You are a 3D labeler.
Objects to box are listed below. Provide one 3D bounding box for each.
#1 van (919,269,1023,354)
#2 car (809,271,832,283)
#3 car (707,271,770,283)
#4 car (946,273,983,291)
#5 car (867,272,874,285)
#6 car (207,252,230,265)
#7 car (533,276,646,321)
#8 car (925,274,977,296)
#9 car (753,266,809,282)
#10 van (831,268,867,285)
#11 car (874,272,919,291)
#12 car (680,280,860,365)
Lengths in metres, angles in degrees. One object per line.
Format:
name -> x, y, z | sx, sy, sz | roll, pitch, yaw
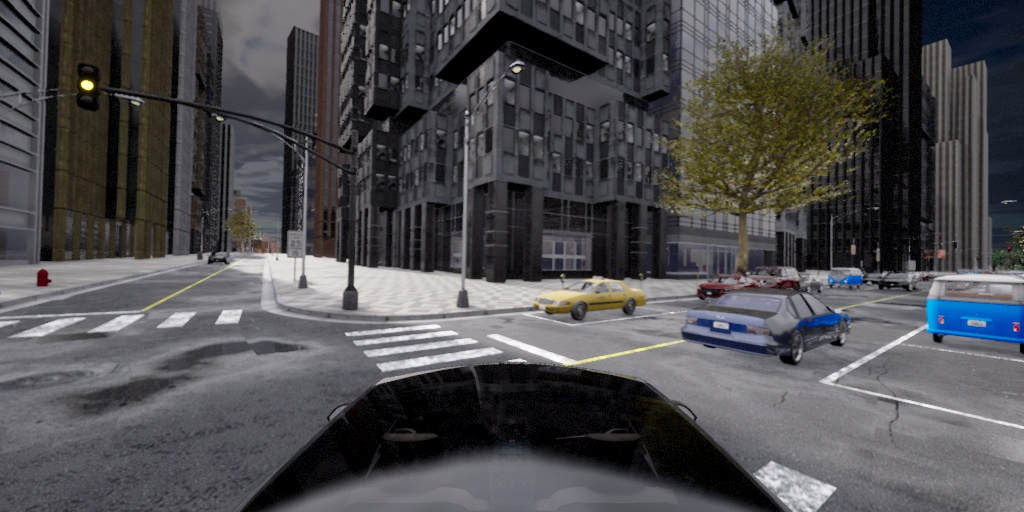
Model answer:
van -> 12.410, 1.382, 9.457 | 3.998, 1.789, 1.690 | 0, 0, -35
car -> 20.510, 1.916, 25.436 | 4.403, 1.370, 2.007 | 0, 0, -35
car -> 11.816, 1.686, 19.415 | 4.507, 1.381, 1.888 | 0, 0, -35
car -> 42.280, 2.359, 33.461 | 4.892, 1.490, 1.837 | 2, -1, -34
car -> 37.898, 2.385, 37.477 | 4.313, 1.339, 1.948 | 0, 0, -35
car -> -35.326, 0.231, 43.283 | 1.837, 1.490, 4.892 | 2, 0, -34
car -> 2.976, 1.445, 13.302 | 4.829, 1.417, 1.751 | 0, 0, -35
car -> 33.573, 2.173, 27.390 | 5.357, 1.411, 2.033 | 1, -1, -34
car -> 16.163, 1.568, 22.426 | 5.009, 1.841, 2.192 | 0, 0, -35
van -> 29.205, 1.932, 31.457 | 3.998, 1.789, 1.690 | 0, 0, -35
car -> 33.410, 2.169, 31.008 | 4.892, 1.490, 1.837 | 1, -1, -35
car -> 6.185, 1.467, 8.506 | 5.357, 1.411, 2.033 | 1, -1, -35
